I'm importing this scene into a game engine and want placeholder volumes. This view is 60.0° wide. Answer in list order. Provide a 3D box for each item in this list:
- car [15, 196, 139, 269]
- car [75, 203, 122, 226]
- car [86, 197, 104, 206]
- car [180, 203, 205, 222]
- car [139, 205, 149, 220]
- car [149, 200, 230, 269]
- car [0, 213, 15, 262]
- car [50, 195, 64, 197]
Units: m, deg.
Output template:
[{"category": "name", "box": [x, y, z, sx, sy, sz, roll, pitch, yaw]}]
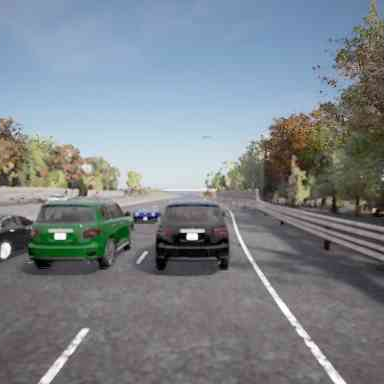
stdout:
[{"category": "car", "box": [-3.466, 1.268, 11.483, 2.150, 2.045, 5.566, 0, 0, 0]}, {"category": "car", "box": [-6.977, 1.652, 25.526, 2.033, 1.411, 5.357, 0, 0, 0]}, {"category": "car", "box": [-17.543, 1.756, 60.498, 1.882, 1.535, 5.008, 0, 0, 1]}, {"category": "car", "box": [0.043, 1.681, 28.001, 1.994, 1.385, 4.181, 0, 0, 0]}, {"category": "car", "box": [-3.466, 1.712, 27.041, 1.895, 1.301, 4.718, 0, 0, 0]}, {"category": "car", "box": [0.033, 1.268, 11.448, 2.150, 2.045, 5.566, 0, 0, 0]}, {"category": "car", "box": [-6.960, 1.550, 12.234, 1.837, 1.490, 4.892, 0, -1, 0]}, {"category": "car", "box": [-24.530, 1.497, 60.227, 2.150, 2.045, 5.566, 0, 0, 0]}]
